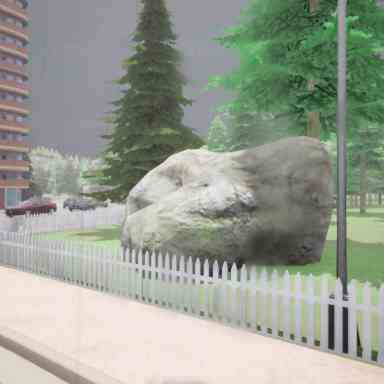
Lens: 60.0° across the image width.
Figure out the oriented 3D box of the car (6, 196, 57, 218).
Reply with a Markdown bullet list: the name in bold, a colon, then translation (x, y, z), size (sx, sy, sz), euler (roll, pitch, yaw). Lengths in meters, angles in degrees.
- **car**: translation (-14.466, 1.422, 30.220), size (1.882, 1.535, 5.008), euler (0, 0, 15)

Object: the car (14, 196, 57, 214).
- **car**: translation (-16.727, 1.297, 35.864), size (2.097, 1.767, 4.553), euler (0, 0, 8)

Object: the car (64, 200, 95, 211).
- **car**: translation (-12.814, 1.508, 39.059), size (1.994, 1.385, 4.181), euler (0, 0, 4)
